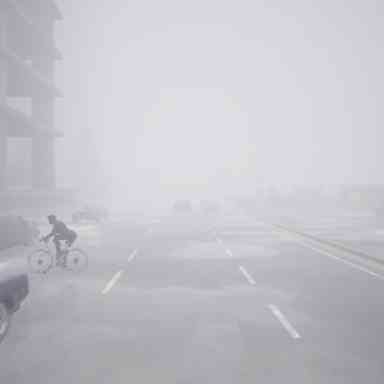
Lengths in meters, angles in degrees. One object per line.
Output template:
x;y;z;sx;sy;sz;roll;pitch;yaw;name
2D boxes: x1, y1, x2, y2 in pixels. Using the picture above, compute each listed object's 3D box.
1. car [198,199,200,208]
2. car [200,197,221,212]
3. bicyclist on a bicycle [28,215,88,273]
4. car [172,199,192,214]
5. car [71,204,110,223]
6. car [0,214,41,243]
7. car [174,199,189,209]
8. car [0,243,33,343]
1.938;1.478;49.029;1.882;1.535;5.008;0;0;-1;car
2.298;1.564;39.107;1.994;1.385;4.181;0;0;-2;car
-3.719;1.453;9.221;1.656;1.620;0.582;-1;0;-2;bicyclist on a bicycle
-1.049;1.505;35.224;1.837;1.490;4.892;0;0;-2;car
-7.845;1.601;26.031;1.895;1.301;4.718;0;0;-2;car
-7.478;1.548;12.319;2.033;1.411;5.357;0;0;-2;car
-1.402;1.601;45.490;1.895;1.301;4.718;0;0;-2;car
-3.675;1.601;3.513;1.895;1.301;4.718;0;0;-2;car
